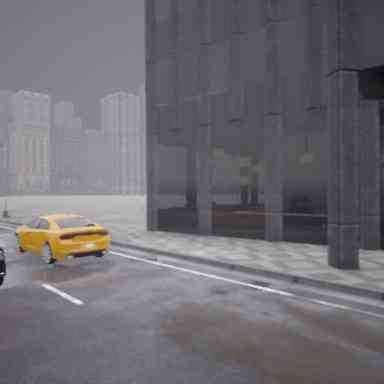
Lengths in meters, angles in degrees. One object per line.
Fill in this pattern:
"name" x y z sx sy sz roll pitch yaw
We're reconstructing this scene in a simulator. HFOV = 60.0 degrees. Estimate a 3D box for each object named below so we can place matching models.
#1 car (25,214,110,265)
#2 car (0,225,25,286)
"car" -4.937 1.561 12.258 1.882 1.535 5.008 0 0 -44
"car" -6.366 1.589 8.683 2.128 1.511 4.902 -1 0 -44
